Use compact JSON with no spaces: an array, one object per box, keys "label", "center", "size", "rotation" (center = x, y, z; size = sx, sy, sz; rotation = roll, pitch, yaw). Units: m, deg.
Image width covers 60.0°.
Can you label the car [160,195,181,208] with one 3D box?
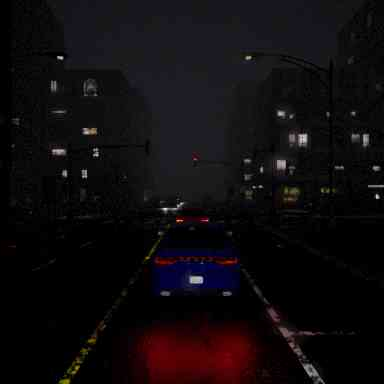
[{"label":"car","center":[-3.158,1.560,49.230],"size":[2.033,1.411,5.357],"rotation":[0,0,-1]}]

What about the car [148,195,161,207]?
[{"label":"car","center":[-5.772,1.580,51.858],"size":[1.947,1.339,4.313],"rotation":[0,0,0]}]

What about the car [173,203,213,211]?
[{"label":"car","center":[0.070,1.526,17.973],"size":[1.812,1.442,4.674],"rotation":[0,0,1]}]

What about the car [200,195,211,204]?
[{"label":"car","center":[2.590,1.461,63.238],"size":[1.967,1.590,4.097],"rotation":[0,0,0]}]

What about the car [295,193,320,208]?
[{"label":"car","center":[14.499,1.015,38.206],"size":[5.009,1.841,2.192],"rotation":[-1,1,-1]}]

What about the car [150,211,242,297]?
[{"label":"car","center":[0.090,1.477,8.632],"size":[1.882,1.535,5.008],"rotation":[0,0,0]}]

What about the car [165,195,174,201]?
[{"label":"car","center":[-5.827,1.480,85.953],"size":[1.967,1.590,4.097],"rotation":[0,0,0]}]

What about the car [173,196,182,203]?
[{"label":"car","center":[-3.116,1.623,72.535],"size":[1.895,1.301,4.718],"rotation":[0,0,0]}]

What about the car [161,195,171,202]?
[{"label":"car","center":[-5.809,1.470,74.588],"size":[1.967,1.590,4.097],"rotation":[0,0,0]}]

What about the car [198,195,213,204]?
[{"label":"car","center":[2.598,1.458,57.556],"size":[1.967,1.590,4.097],"rotation":[0,0,0]}]

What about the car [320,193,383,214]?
[{"label":"car","center":[14.647,1.029,29.828],"size":[5.009,1.841,2.192],"rotation":[-1,1,-1]}]

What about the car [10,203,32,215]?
[{"label":"car","center":[-18.040,1.803,32.102],"size":[4.902,1.511,2.128],"rotation":[-1,0,-1]}]

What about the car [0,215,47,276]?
[{"label":"car","center":[-5.756,1.582,9.834],"size":[1.802,1.307,4.206],"rotation":[0,0,0]}]

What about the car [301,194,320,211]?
[{"label":"car","center":[14.727,1.205,35.637],"size":[4.892,1.490,1.837],"rotation":[-1,0,-1]}]

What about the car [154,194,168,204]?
[{"label":"car","center":[-5.791,1.336,63.223],"size":[2.192,1.841,5.009],"rotation":[0,0,0]}]
